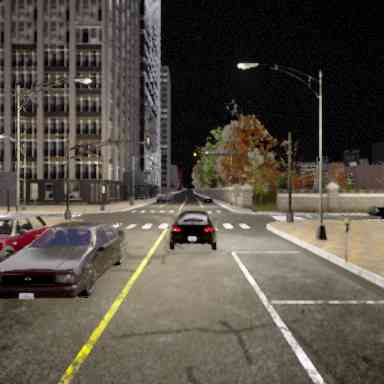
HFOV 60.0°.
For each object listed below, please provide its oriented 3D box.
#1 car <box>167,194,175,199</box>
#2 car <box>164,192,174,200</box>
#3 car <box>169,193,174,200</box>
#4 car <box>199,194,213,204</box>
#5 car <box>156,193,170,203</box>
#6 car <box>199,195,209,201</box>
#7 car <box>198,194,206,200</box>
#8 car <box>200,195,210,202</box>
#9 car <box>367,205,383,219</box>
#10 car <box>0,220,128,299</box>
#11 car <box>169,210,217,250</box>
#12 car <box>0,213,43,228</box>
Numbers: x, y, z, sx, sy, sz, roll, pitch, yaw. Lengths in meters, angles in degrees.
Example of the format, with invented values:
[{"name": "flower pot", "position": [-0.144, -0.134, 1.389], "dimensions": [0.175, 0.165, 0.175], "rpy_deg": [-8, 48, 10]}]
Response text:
[{"name": "car", "position": [-5.863, 1.281, 92.149], "dimensions": [1.947, 1.339, 4.313], "rpy_deg": [0, 0, 0]}, {"name": "car", "position": [-5.860, 1.058, 86.586], "dimensions": [2.192, 1.841, 5.009], "rpy_deg": [0, 0, 0]}, {"name": "car", "position": [-5.860, 1.208, 81.028], "dimensions": [1.967, 1.590, 4.097], "rpy_deg": [0, 0, 0]}, {"name": "car", "position": [2.734, 1.409, 58.848], "dimensions": [1.947, 1.339, 4.313], "rpy_deg": [0, 0, 0]}, {"name": "car", "position": [-5.855, 1.393, 64.344], "dimensions": [1.947, 1.339, 4.313], "rpy_deg": [0, 0, 0]}, {"name": "car", "position": [2.668, 1.341, 75.523], "dimensions": [2.008, 1.369, 4.403], "rpy_deg": [0, 0, 0]}, {"name": "car", "position": [2.664, 1.288, 86.645], "dimensions": [1.887, 1.381, 4.507], "rpy_deg": [0, 0, 0]}, {"name": "car", "position": [2.669, 1.355, 69.963], "dimensions": [1.887, 1.381, 4.507], "rpy_deg": [0, 0, 0]}, {"name": "car", "position": [16.425, 1.433, 25.293], "dimensions": [5.357, 1.411, 2.033], "rpy_deg": [0, 0, 8]}, {"name": "car", "position": [-3.031, 1.529, 8.802], "dimensions": [2.033, 1.411, 5.357], "rpy_deg": [0, 0, 1]}, {"name": "car", "position": [0.090, 1.494, 14.101], "dimensions": [1.812, 1.442, 4.674], "rpy_deg": [0, 0, 2]}, {"name": "car", "position": [-5.692, 1.419, 9.821], "dimensions": [1.967, 1.590, 4.097], "rpy_deg": [0, 0, 0]}]
